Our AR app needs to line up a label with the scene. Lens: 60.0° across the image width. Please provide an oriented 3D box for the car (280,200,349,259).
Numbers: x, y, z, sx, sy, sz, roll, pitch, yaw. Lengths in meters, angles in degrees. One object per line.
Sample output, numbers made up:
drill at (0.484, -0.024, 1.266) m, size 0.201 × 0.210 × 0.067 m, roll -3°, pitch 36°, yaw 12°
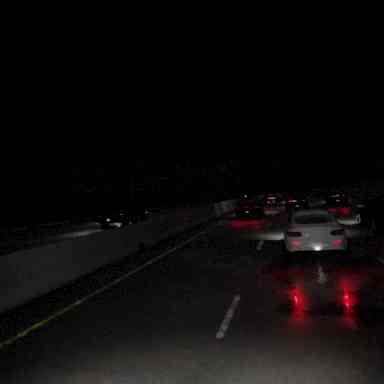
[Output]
car at (4.038, 1.251, 11.318) m, size 1.812 × 1.442 × 4.674 m, roll -5°, pitch 0°, yaw 16°

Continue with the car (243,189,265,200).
car at (13.580, 0.460, 72.848) m, size 2.150 × 2.045 × 5.566 m, roll -5°, pitch 0°, yaw 41°

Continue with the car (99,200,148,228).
car at (-5.756, 1.780, 28.597) m, size 2.150 × 2.045 × 5.566 m, roll -5°, pitch 0°, yaw 17°

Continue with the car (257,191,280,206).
car at (9.735, 0.875, 40.412) m, size 2.128 × 1.511 × 4.902 m, roll -5°, pitch 0°, yaw 23°

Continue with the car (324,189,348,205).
car at (13.972, 0.509, 32.341) m, size 2.128 × 1.511 × 4.902 m, roll -5°, pitch 0°, yaw 20°

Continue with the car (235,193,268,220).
car at (4.590, 1.217, 26.058) m, size 1.882 × 1.535 × 5.008 m, roll -5°, pitch 0°, yaw 16°

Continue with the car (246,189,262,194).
car at (12.138, 0.818, 65.441) m, size 2.128 × 1.511 × 4.902 m, roll -5°, pitch 0°, yaw 35°

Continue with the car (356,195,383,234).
car at (8.604, 0.885, 14.635) m, size 1.837 × 1.490 × 4.892 m, roll -5°, pitch 0°, yaw 16°

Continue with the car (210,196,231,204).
car at (3.925, 1.357, 44.937) m, size 2.128 × 1.511 × 4.902 m, roll -5°, pitch 0°, yaw 25°

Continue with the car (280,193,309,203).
car at (9.114, 0.885, 28.889) m, size 2.128 × 1.511 × 4.902 m, roll -5°, pitch 0°, yaw 18°
